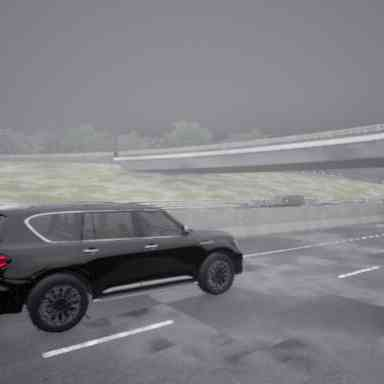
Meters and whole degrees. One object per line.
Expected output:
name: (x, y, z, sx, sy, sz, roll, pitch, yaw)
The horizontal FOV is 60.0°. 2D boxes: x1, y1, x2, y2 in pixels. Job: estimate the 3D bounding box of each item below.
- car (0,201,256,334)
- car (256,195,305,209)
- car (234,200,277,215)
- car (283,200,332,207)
car: (-1.446, 1.223, 7.012, 5.566, 2.045, 2.150, 0, 0, -35)
car: (8.595, 1.292, 31.489, 5.566, 2.045, 2.150, 0, 0, -35)
car: (6.554, 1.587, 34.333, 4.181, 1.385, 1.994, 0, 0, -35)
car: (10.650, 1.626, 28.655, 5.357, 1.411, 2.033, 0, 0, -35)
